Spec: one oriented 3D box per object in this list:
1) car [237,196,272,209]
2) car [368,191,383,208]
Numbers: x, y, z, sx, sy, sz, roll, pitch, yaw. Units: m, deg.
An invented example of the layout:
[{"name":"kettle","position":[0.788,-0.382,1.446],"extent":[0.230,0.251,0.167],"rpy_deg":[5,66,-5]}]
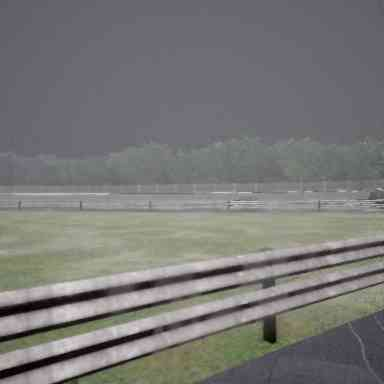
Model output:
[{"name":"car","position":[8.381,1.315,44.403],"extent":[4.553,1.767,2.097],"rpy_deg":[-1,2,16]},{"name":"car","position":[24.233,0.834,39.964],"extent":[5.566,2.045,2.150],"rpy_deg":[-2,2,16]}]
